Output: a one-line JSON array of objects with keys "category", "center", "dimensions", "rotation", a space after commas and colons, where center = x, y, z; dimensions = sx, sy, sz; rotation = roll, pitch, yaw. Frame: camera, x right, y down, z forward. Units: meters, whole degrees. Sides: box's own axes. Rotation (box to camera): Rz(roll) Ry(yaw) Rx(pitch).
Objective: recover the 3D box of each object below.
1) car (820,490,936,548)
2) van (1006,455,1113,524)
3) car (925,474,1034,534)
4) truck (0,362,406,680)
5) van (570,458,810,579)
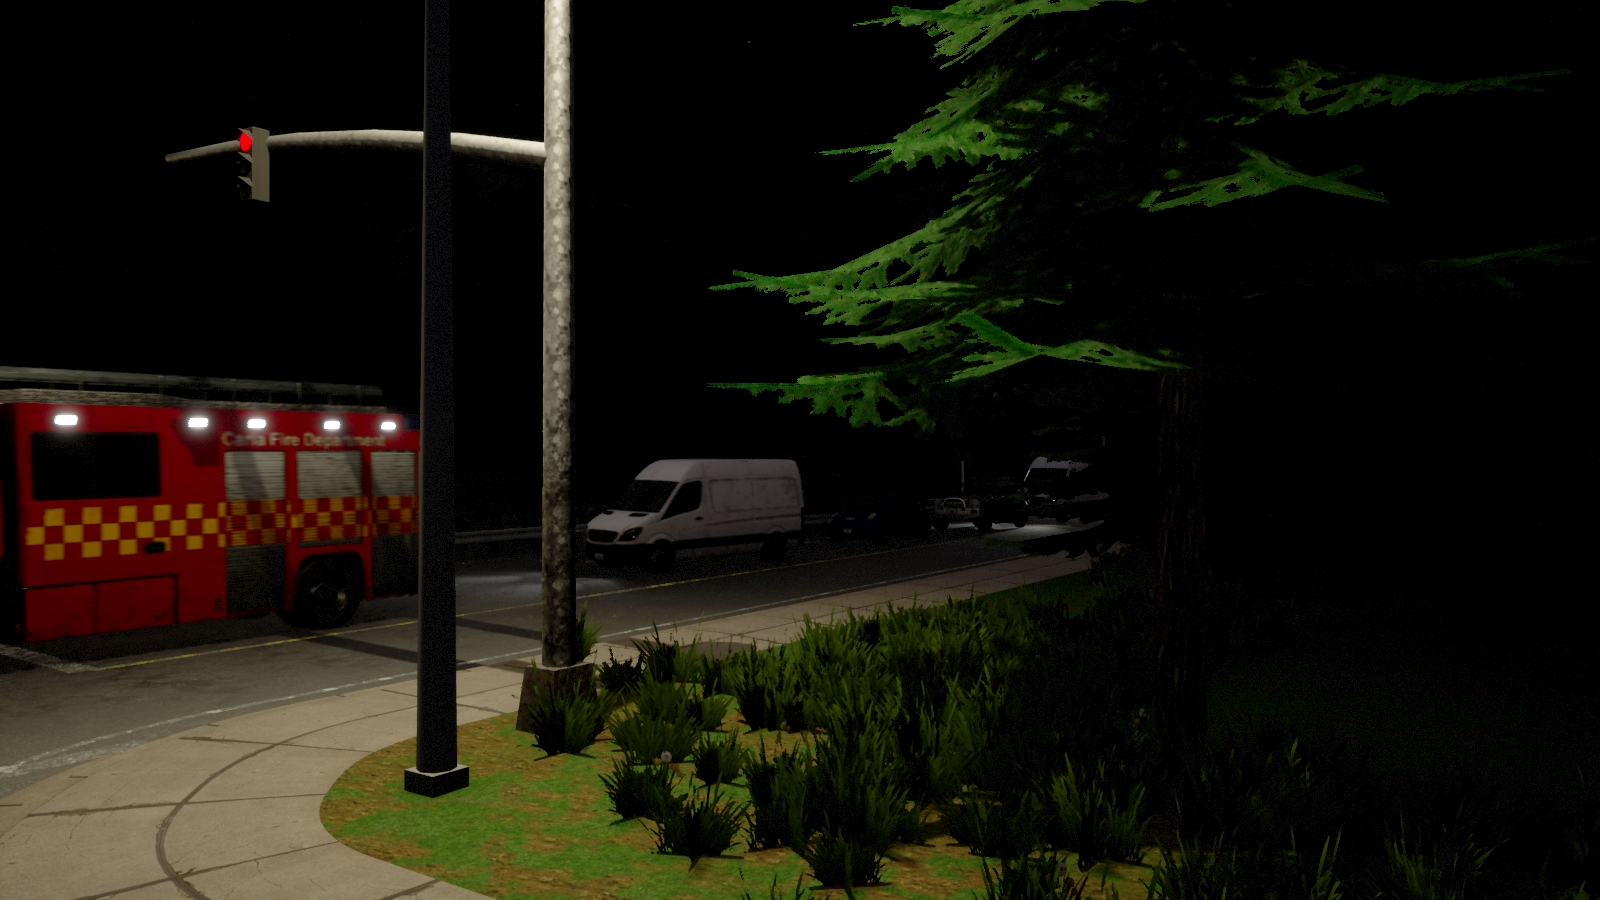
[{"category": "car", "center": [2.383, 2.002, 34.149], "dimensions": [1.845, 1.501, 3.633], "rotation": [0, 0, 34]}, {"category": "van", "center": [10.451, 1.497, 45.657], "dimensions": [1.988, 2.561, 5.915], "rotation": [0, 0, 36]}, {"category": "car", "center": [6.314, 1.826, 39.814], "dimensions": [1.932, 1.855, 4.605], "rotation": [0, 0, 35]}, {"category": "truck", "center": [-9.972, 0.853, 15.876], "dimensions": [2.891, 3.827, 8.468], "rotation": [0, 0, 34]}, {"category": "van", "center": [-2.495, 1.497, 27.564], "dimensions": [1.988, 2.561, 5.915], "rotation": [1, 0, 43]}]
